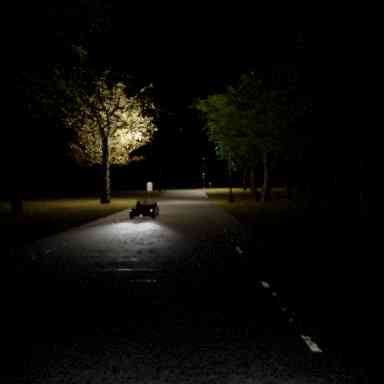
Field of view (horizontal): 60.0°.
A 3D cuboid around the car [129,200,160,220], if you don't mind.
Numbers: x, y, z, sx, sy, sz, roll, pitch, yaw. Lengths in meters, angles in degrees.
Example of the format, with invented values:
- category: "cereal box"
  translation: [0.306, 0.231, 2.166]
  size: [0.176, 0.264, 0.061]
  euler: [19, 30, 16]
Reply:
- category: "car"
  translation: [-3.589, 1.336, 25.656]
  size: [1.895, 1.301, 4.718]
  euler: [0, 1, 0]
